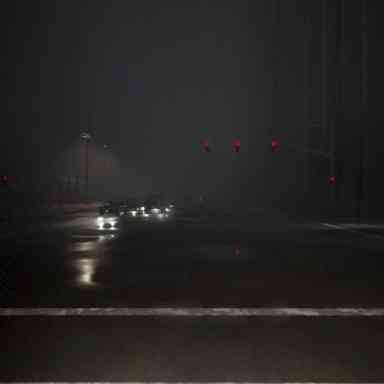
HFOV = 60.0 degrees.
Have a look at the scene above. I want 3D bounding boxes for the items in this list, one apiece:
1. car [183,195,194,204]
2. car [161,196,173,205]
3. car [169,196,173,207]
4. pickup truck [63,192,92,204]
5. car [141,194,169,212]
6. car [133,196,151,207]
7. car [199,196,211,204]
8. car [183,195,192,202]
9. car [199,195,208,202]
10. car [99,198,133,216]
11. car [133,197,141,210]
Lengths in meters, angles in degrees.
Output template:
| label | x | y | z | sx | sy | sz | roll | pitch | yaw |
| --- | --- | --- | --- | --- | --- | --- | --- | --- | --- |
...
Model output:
| label | x | y | z | sx | sy | sz | roll | pitch | yaw |
| --- | --- | --- | --- | --- | --- | --- | --- | --- | --- |
| car | -0.758 | 1.351 | 65.361 | 2.097 | 1.767 | 4.553 | 0 | 0 | -1 |
| car | -4.367 | 1.477 | 58.865 | 1.882 | 1.535 | 5.008 | 0 | 0 | 0 |
| car | -4.281 | 1.600 | 48.426 | 1.895 | 1.301 | 4.718 | 0 | 0 | -1 |
| pickup truck | -20.926 | 1.058 | 59.994 | 2.390 | 2.098 | 6.274 | 0 | 0 | 30 |
| car | -4.186 | 1.221 | 38.479 | 2.150 | 2.045 | 5.566 | 0 | 0 | -1 |
| car | -7.823 | 1.491 | 52.532 | 2.128 | 1.511 | 4.902 | 0 | 0 | -1 |
| car | 2.748 | 1.491 | 64.776 | 2.128 | 1.511 | 4.902 | 0 | 0 | -1 |
| car | -0.958 | 1.477 | 75.364 | 1.882 | 1.535 | 5.008 | 0 | 0 | -1 |
| car | 2.545 | 1.524 | 75.160 | 1.812 | 1.442 | 4.674 | 0 | 0 | -1 |
| car | -7.704 | 1.491 | 32.845 | 2.128 | 1.511 | 4.902 | 0 | 0 | 2 |
| car | -7.725 | 1.477 | 42.148 | 1.882 | 1.535 | 5.008 | 0 | 0 | -1 |
